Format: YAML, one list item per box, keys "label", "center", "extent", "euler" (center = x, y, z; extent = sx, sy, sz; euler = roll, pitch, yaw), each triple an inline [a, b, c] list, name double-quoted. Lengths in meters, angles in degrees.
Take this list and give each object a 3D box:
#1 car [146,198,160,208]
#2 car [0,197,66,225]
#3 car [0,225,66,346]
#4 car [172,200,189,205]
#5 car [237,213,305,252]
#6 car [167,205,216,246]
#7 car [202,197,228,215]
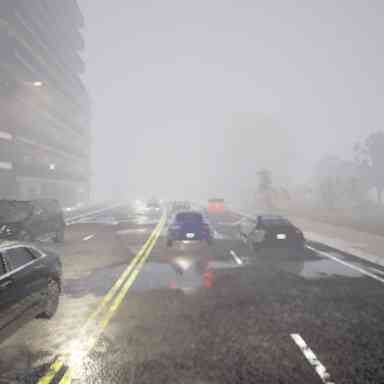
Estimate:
- label: "car"
  center: [-5.647, 1.587, 48.593]
  extent: [2.033, 1.411, 5.357]
  euler: [0, 0, -6]
- label: "car"
  center: [-6.792, 1.243, 13.105]
  extent: [2.150, 2.045, 5.566]
  euler: [0, 0, -1]
- label: "car"
  center: [-3.391, 1.502, 4.544]
  extent: [2.128, 1.511, 4.902]
  euler: [0, 0, -1]
- label: "car"
  center: [-1.285, 1.581, 37.161]
  extent: [1.895, 1.301, 4.718]
  euler: [0, 0, -4]
- label: "car"
  center: [3.132, 1.549, 13.887]
  extent: [1.994, 1.385, 4.181]
  euler: [0, 0, -2]
- label: "car"
  center: [-0.143, 1.521, 15.244]
  extent: [1.812, 1.442, 4.674]
  euler: [0, 0, -2]
- label: "car"
  center: [2.215, 1.323, 33.181]
  extent: [2.097, 1.767, 4.553]
  euler: [0, 0, -4]
